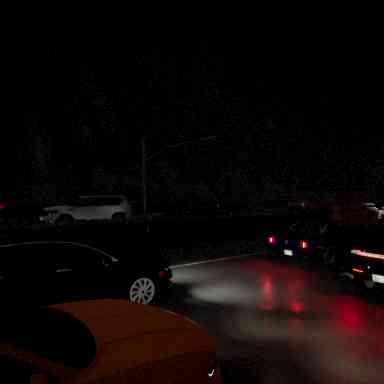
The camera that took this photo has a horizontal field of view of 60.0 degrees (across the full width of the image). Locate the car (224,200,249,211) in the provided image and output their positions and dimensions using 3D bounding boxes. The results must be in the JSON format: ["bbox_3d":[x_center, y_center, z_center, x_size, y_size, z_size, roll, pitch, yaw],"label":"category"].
[{"bbox_3d":[4.134,1.543,37.462,4.718,1.301,1.895,0,0,-36],"label":"car"}]

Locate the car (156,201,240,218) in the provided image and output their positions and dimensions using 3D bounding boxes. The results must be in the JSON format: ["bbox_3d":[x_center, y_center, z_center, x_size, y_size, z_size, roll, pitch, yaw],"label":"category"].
[{"bbox_3d":[0.271,1.536,21.549,5.357,1.411,2.033,0,0,-36],"label":"car"}]

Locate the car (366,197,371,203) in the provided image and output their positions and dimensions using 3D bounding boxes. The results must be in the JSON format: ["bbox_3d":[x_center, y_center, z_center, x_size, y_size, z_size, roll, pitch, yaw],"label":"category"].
[{"bbox_3d":[32.288,1.317,58.193,4.181,1.385,1.994,0,0,-36],"label":"car"}]

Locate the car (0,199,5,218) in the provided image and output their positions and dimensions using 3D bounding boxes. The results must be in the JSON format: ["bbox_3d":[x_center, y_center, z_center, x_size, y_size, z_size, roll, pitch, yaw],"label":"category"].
[{"bbox_3d":[-15.934,1.223,22.704,5.566,2.045,2.150,0,0,-36],"label":"car"}]

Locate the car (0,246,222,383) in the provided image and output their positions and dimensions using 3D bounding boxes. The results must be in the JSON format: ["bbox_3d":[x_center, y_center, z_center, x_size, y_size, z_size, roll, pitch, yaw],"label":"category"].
[{"bbox_3d":[-2.002,1.477,2.296,5.008,1.535,1.882,0,0,-36],"label":"car"}]

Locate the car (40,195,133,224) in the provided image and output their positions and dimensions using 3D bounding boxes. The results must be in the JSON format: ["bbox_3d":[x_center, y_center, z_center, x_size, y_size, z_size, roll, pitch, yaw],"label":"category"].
[{"bbox_3d":[-6.486,1.216,20.929,5.566,2.045,2.150,0,0,-36],"label":"car"}]

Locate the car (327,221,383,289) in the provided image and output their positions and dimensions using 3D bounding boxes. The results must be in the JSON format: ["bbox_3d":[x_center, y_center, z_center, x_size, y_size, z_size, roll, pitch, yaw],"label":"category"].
[{"bbox_3d":[5.646,1.483,7.920,4.902,1.511,2.128,0,0,-36],"label":"car"}]

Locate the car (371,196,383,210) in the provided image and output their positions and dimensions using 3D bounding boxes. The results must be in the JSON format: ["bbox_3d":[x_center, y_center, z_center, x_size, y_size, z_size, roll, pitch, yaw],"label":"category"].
[{"bbox_3d":[23.486,1.405,38.713,5.357,1.411,2.033,0,0,-36],"label":"car"}]

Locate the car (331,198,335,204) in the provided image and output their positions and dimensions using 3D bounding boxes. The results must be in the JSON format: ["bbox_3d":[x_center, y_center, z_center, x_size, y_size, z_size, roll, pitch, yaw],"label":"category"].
[{"bbox_3d":[19.075,1.369,48.504,4.674,1.442,1.812,0,0,-36],"label":"car"}]

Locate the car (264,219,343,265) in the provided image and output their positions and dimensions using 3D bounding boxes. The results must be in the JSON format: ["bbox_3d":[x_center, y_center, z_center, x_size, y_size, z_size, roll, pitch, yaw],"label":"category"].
[{"bbox_3d":[4.787,1.591,11.626,4.718,1.301,1.895,0,0,-36],"label":"car"}]

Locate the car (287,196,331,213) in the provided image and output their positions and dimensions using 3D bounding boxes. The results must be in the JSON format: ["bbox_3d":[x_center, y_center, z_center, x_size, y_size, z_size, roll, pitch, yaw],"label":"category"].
[{"bbox_3d":[11.943,1.271,34.529,4.553,1.767,2.097,0,0,-36],"label":"car"}]

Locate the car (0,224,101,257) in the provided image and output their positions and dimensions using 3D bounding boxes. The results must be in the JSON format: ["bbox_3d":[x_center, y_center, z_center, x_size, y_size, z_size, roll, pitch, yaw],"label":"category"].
[{"bbox_3d":[-2.653,1.505,6.152,4.892,1.490,1.837,0,0,-36],"label":"car"}]
